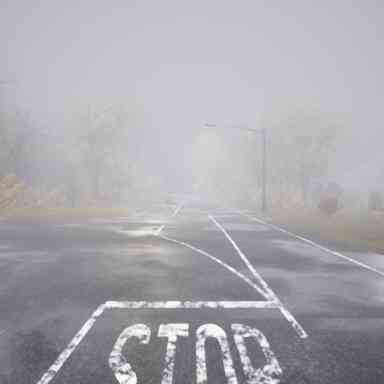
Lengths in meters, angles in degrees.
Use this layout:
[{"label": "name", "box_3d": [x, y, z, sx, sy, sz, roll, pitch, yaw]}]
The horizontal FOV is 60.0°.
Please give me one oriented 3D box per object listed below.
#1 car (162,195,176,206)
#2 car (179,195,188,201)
[{"label": "car", "box_3d": [-3.705, 1.367, 54.931, 2.097, 1.767, 4.553, 0, 0, -1]}, {"label": "car", "box_3d": [-2.275, 1.516, 90.455, 1.882, 1.535, 5.008, 0, 0, 6]}]
